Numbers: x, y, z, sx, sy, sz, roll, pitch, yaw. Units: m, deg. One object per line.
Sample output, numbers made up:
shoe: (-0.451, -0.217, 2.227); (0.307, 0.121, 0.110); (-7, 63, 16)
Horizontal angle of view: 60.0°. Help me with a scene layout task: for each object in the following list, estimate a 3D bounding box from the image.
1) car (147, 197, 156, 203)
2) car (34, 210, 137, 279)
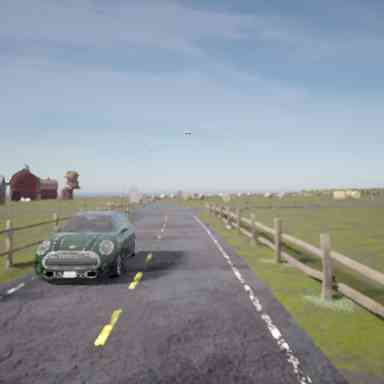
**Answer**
car: (-10.584, 2.163, 87.408); (1.812, 1.442, 4.674); (0, -1, -10)
car: (-2.998, 1.413, 10.281); (2.097, 1.767, 4.553); (0, 0, -1)
